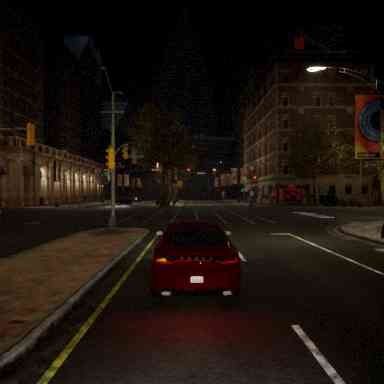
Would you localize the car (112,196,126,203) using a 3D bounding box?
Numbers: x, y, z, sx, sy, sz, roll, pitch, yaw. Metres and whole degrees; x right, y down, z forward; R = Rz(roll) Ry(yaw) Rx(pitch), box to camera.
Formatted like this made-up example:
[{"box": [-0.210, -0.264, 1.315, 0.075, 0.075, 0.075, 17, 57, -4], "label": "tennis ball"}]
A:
[{"box": [-14.986, 1.594, 68.862, 1.895, 1.301, 4.718, 0, 0, 0], "label": "car"}]

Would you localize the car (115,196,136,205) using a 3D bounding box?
[{"box": [-11.759, 1.601, 58.734, 1.895, 1.301, 4.718, 0, 0, 0], "label": "car"}]

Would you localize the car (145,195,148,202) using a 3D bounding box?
[{"box": [-11.773, 1.477, 79.287, 1.882, 1.535, 5.008, 0, 0, 0], "label": "car"}]

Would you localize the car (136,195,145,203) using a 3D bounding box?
[{"box": [-11.737, 1.540, 68.808, 2.033, 1.411, 5.357, 0, 0, 0], "label": "car"}]

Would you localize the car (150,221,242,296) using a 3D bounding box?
[{"box": [0.053, 1.478, 8.662, 1.882, 1.535, 5.008, 0, 0, -1], "label": "car"}]
